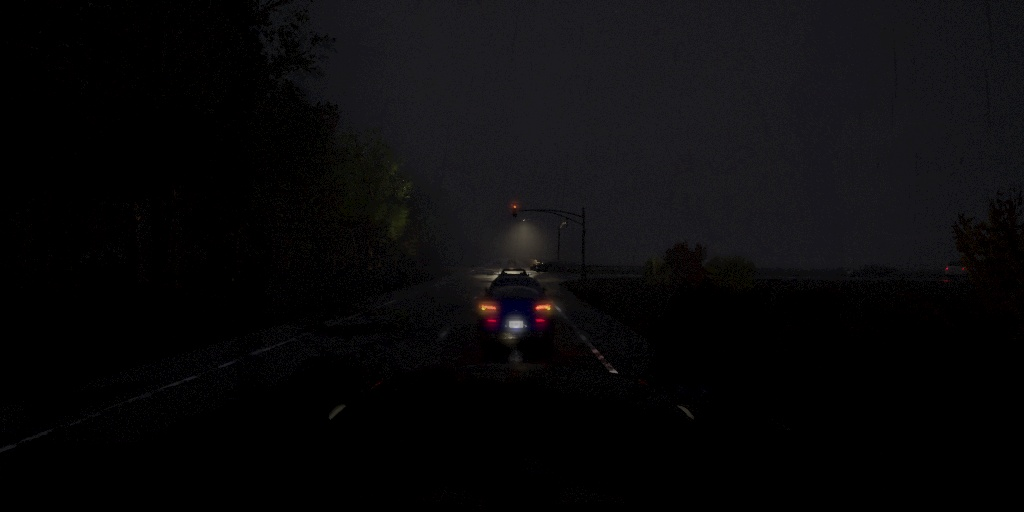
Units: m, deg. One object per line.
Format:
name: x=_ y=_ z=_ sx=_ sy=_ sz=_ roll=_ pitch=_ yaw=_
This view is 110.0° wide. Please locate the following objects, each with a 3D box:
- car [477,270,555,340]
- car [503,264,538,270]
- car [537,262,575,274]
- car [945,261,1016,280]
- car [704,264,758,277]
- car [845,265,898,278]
car: x=0.097 y=1.278 z=9.873 sx=1.812 sy=1.442 sz=4.674 roll=0 pitch=0 yaw=0
car: x=0.091 y=1.319 z=18.628 sx=1.994 sy=1.385 sz=4.181 roll=0 pitch=0 yaw=0
car: x=4.924 y=1.425 z=43.741 sx=5.357 sy=1.411 sz=2.033 roll=2 pitch=0 yaw=35
car: x=48.533 y=1.500 z=37.181 sx=5.566 sy=2.045 sz=2.150 roll=1 pitch=-1 yaw=0
car: x=24.962 y=1.629 z=40.872 sx=5.357 sy=1.411 sz=2.033 roll=1 pitch=-1 yaw=0
car: x=40.809 y=1.744 z=40.796 sx=4.902 sy=1.511 sz=2.128 roll=0 pitch=-1 yaw=0
